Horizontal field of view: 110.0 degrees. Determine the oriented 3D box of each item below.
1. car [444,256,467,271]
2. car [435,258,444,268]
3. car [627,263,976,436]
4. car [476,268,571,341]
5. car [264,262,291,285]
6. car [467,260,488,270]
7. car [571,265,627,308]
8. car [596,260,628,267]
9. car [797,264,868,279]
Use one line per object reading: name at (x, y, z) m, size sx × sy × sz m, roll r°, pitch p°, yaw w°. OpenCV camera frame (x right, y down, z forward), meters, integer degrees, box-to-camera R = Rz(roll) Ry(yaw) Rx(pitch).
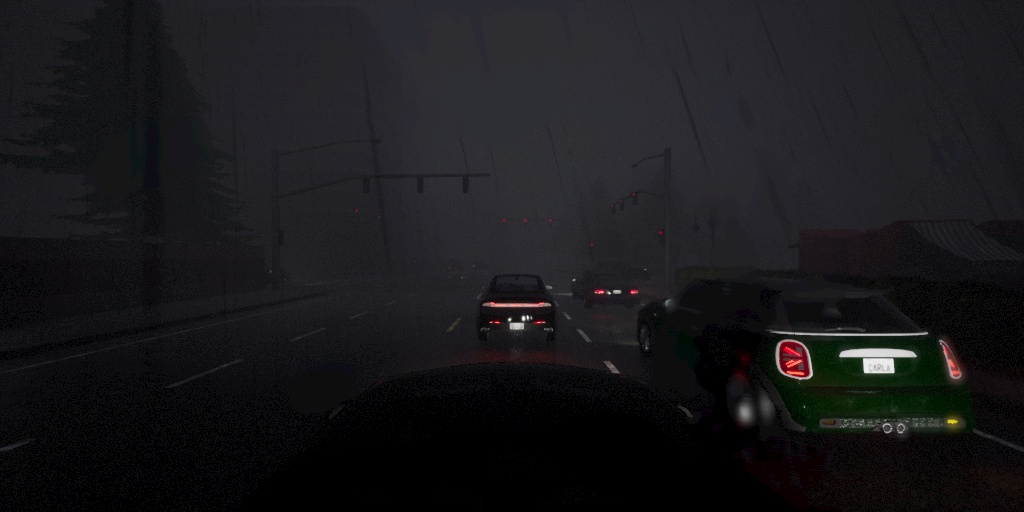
car at (-7.625, 1.102, 47.886) m, size 2.097 × 1.767 × 4.553 m, roll 0°, pitch 0°, yaw -12°
car at (-10.193, 1.351, 56.502) m, size 1.895 × 1.301 × 4.718 m, roll 0°, pitch 0°, yaw -26°
car at (3.630, 1.102, 5.658) m, size 2.097 × 1.767 × 4.553 m, roll 0°, pitch 0°, yaw 0°
car at (0.134, 1.241, 9.854) m, size 2.128 × 1.511 × 4.902 m, roll 0°, pitch 0°, yaw 1°
car at (-18.796, 1.157, 26.197) m, size 4.553 × 1.767 × 2.097 m, roll 0°, pitch 0°, yaw 1°
car at (-4.714, 1.314, 51.516) m, size 1.994 × 1.385 × 4.181 m, roll 0°, pitch 0°, yaw -18°
car at (3.706, 1.297, 15.030) m, size 2.033 × 1.411 × 5.357 m, roll 0°, pitch 0°, yaw 1°
car at (8.817, 1.149, 29.265) m, size 4.553 × 1.767 × 2.097 m, roll 0°, pitch 0°, yaw 1°
car at (29.077, 1.406, 32.647) m, size 4.718 × 1.301 × 1.895 m, roll 0°, pitch 0°, yaw 1°
